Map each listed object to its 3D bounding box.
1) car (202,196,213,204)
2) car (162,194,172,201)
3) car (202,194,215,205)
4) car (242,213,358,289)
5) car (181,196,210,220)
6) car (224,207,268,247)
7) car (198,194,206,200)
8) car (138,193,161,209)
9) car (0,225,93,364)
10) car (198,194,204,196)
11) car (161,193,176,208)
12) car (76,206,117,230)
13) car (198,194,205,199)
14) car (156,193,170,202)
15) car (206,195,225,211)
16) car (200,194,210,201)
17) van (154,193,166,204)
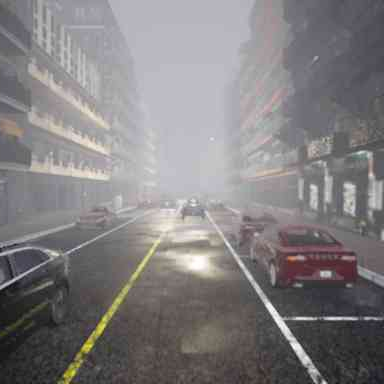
[{"bbox_3d":[2.697,1.342,59.877,1.802,1.307,4.206,0,0,0],"label":"car"},{"bbox_3d":[-5.682,1.270,76.883,1.887,1.381,4.507,0,0,0],"label":"car"},{"bbox_3d":[2.697,1.220,54.213,1.967,1.590,4.097,0,0,0],"label":"car"},{"bbox_3d":[2.691,1.504,8.917,1.887,1.381,4.507,0,0,0],"label":"car"},{"bbox_3d":[0.105,1.380,26.940,2.128,1.511,4.902,0,0,0],"label":"car"},{"bbox_3d":[2.692,1.481,14.579,1.887,1.381,4.507,0,0,0],"label":"car"},{"bbox_3d":[2.700,1.249,88.184,1.887,1.381,4.507,0,0,0],"label":"car"},{"bbox_3d":[-5.685,1.139,42.912,2.192,1.841,5.009,0,0,0],"label":"car"},{"bbox_3d":[-3.093,1.473,4.160,2.128,1.511,4.902,0,0,0],"label":"car"},{"bbox_3d":[0.105,1.307,44.962,2.128,1.511,4.902,0,0,0],"label":"car"},{"bbox_3d":[-3.079,1.311,43.783,2.128,1.511,4.902,0,0,0],"label":"car"},{"bbox_3d":[-5.688,1.496,20.263,1.802,1.307,4.206,0,0,0],"label":"car"},{"bbox_3d":[2.700,1.239,93.850,1.887,1.381,4.507,0,0,0],"label":"car"},{"bbox_3d":[-5.684,1.062,65.559,2.192,1.841,5.009,0,0,0],"label":"car"},{"bbox_3d":[2.695,1.396,37.229,2.008,1.369,4.403,0,0,0],"label":"car"},{"bbox_3d":[2.698,1.174,71.196,1.967,1.590,4.097,0,0,0],"label":"car"},{"bbox_3d":[-5.683,1.102,59.899,1.690,1.788,3.998,0,0,0],"label":"van"}]
